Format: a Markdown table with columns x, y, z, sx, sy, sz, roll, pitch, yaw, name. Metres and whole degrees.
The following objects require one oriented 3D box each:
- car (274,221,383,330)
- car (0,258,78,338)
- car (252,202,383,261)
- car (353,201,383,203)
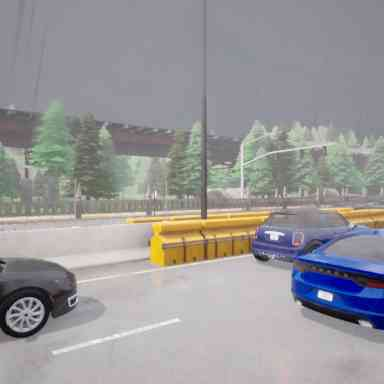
| x | y | z | sx | sy | sz | roll | pitch | yaw | name |
| --- | --- | --- | --- | --- | --- | --- | --- | --- | --- |
| 4.108 | 1.478 | 6.681 | 5.008 | 1.535 | 1.882 | 0 | 0 | -36 | car |
| -4.273 | 1.505 | 4.998 | 4.892 | 1.490 | 1.837 | 0 | 0 | -35 | car |
| 4.147 | 1.352 | 11.008 | 4.553 | 1.767 | 2.097 | 0 | 0 | -36 | car |
| 16.405 | 1.492 | 28.604 | 4.902 | 1.511 | 2.128 | 0 | 0 | -36 | car |
